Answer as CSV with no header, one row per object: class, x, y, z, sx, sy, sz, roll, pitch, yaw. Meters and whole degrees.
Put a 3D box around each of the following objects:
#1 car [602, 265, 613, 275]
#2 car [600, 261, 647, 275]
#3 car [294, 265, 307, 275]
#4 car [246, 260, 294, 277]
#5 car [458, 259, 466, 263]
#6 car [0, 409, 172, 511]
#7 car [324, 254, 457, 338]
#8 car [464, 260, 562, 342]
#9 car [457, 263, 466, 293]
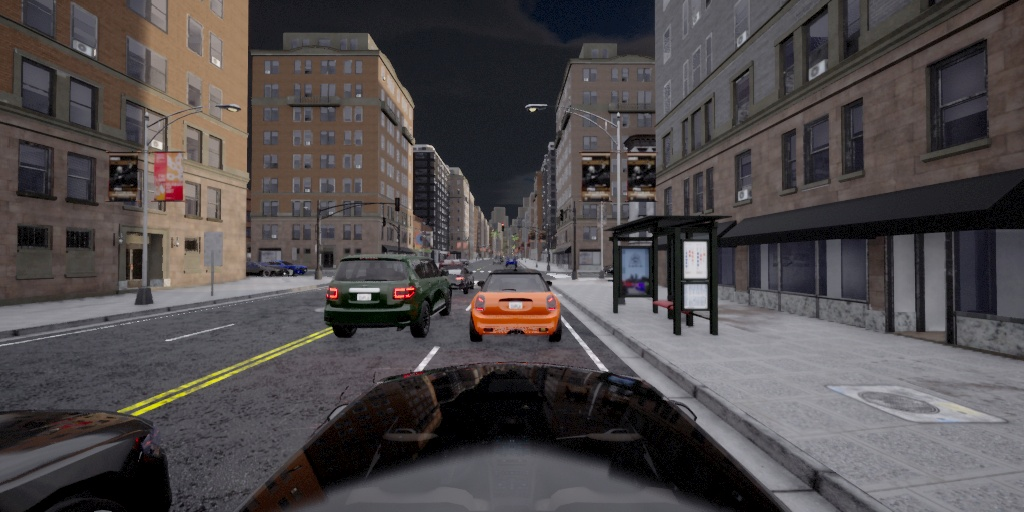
car,12.836,1.386,38.902,5.357,1.411,2.033,0,-1,-4
car,13.058,1.373,42.133,4.902,1.511,2.128,0,-1,0
car,-22.799,1.151,35.209,5.008,1.535,1.882,0,-1,0
car,-22.928,1.177,31.959,5.357,1.411,2.033,0,-1,0
car,-9.977,1.296,64.347,1.812,1.442,4.674,0,0,0
car,-3.144,1.241,0.320,2.128,1.511,4.902,0,0,0
car,-3.174,0.974,10.357,2.150,2.045,5.566,0,0,0
car,0.077,1.105,9.973,2.097,1.767,4.553,0,0,0
car,-3.205,1.283,20.064,1.812,1.442,4.674,0,0,0
